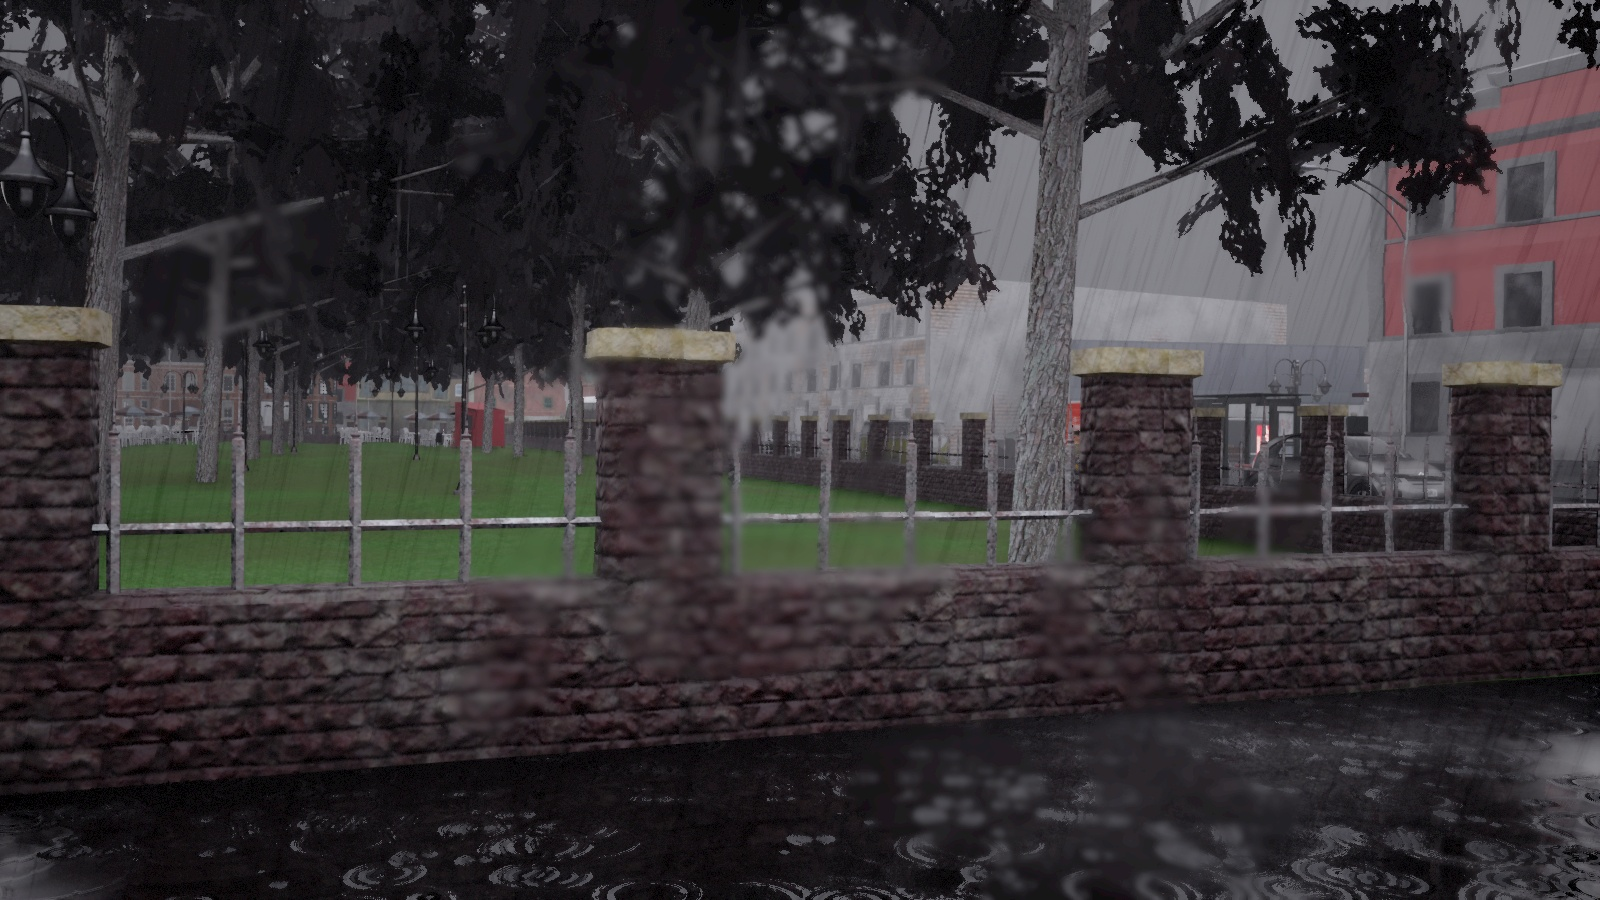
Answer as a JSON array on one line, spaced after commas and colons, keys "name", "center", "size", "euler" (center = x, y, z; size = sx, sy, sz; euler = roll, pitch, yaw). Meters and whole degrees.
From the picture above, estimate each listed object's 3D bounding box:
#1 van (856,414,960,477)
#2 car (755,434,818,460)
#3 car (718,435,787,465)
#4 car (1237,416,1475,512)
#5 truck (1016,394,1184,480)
[{"name": "van", "center": [3.573, -0.177, 42.366], "size": [1.775, 1.987, 4.442], "euler": [-1, 1, -20]}, {"name": "car", "center": [-0.785, -0.176, 66.555], "size": [1.895, 1.301, 4.718], "euler": [-1, 1, -20]}, {"name": "car", "center": [-2.276, -0.034, 58.829], "size": [1.895, 1.301, 4.718], "euler": [-1, 1, -20]}, {"name": "car", "center": [10.278, 0.202, 23.553], "size": [1.851, 1.617, 3.988], "euler": [-1, 1, -19]}, {"name": "truck", "center": [9.111, -0.417, 38.719], "size": [2.627, 2.467, 5.204], "euler": [-1, 1, -20]}]
